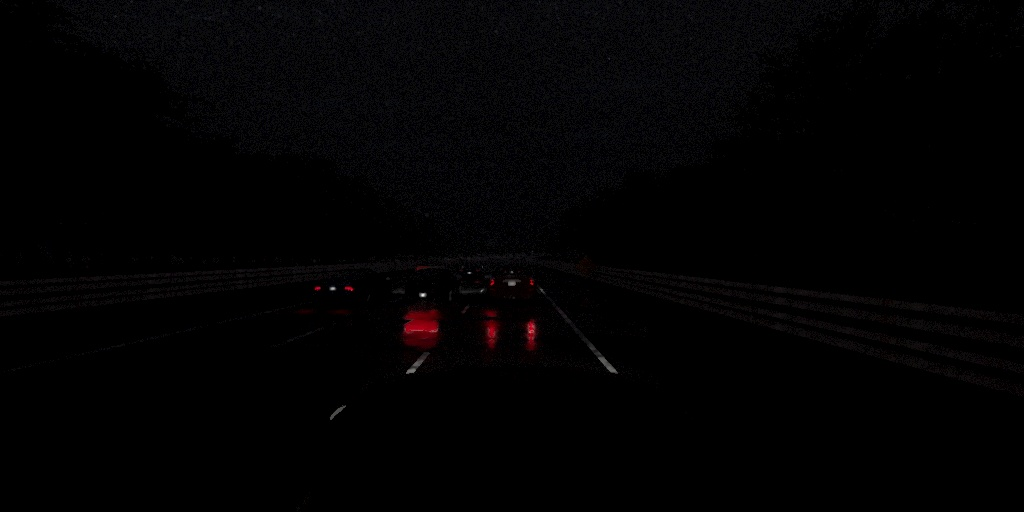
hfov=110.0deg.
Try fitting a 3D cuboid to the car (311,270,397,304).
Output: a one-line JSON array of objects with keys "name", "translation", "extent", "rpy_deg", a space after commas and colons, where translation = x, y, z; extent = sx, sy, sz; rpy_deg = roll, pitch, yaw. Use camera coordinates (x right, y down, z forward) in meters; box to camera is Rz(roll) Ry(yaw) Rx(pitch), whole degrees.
[{"name": "car", "translation": [-7.000, 1.330, 16.508], "extent": [2.033, 1.411, 5.357], "rpy_deg": [0, 0, 0]}]

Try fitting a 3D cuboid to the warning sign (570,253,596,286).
[{"name": "warning sign", "translation": [4.550, 0.889, 22.399], "extent": [1.300, 1.860, 1.060], "rpy_deg": [0, 0, 0]}]

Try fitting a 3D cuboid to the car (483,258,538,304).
[{"name": "car", "translation": [0.000, 1.133, 16.478], "extent": [2.097, 1.767, 4.553], "rpy_deg": [0, 0, 0]}]

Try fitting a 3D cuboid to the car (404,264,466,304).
[{"name": "car", "translation": [-3.500, 1.283, 16.507], "extent": [1.837, 1.490, 4.892], "rpy_deg": [0, 0, 0]}]

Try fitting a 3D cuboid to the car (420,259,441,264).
[{"name": "car", "translation": [-7.000, 1.153, 31.485], "extent": [2.097, 1.767, 4.553], "rpy_deg": [0, 0, 0]}]

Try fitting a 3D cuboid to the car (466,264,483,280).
[{"name": "car", "translation": [-3.500, 1.360, 31.516], "extent": [1.994, 1.385, 4.181], "rpy_deg": [0, 0, 0]}]
